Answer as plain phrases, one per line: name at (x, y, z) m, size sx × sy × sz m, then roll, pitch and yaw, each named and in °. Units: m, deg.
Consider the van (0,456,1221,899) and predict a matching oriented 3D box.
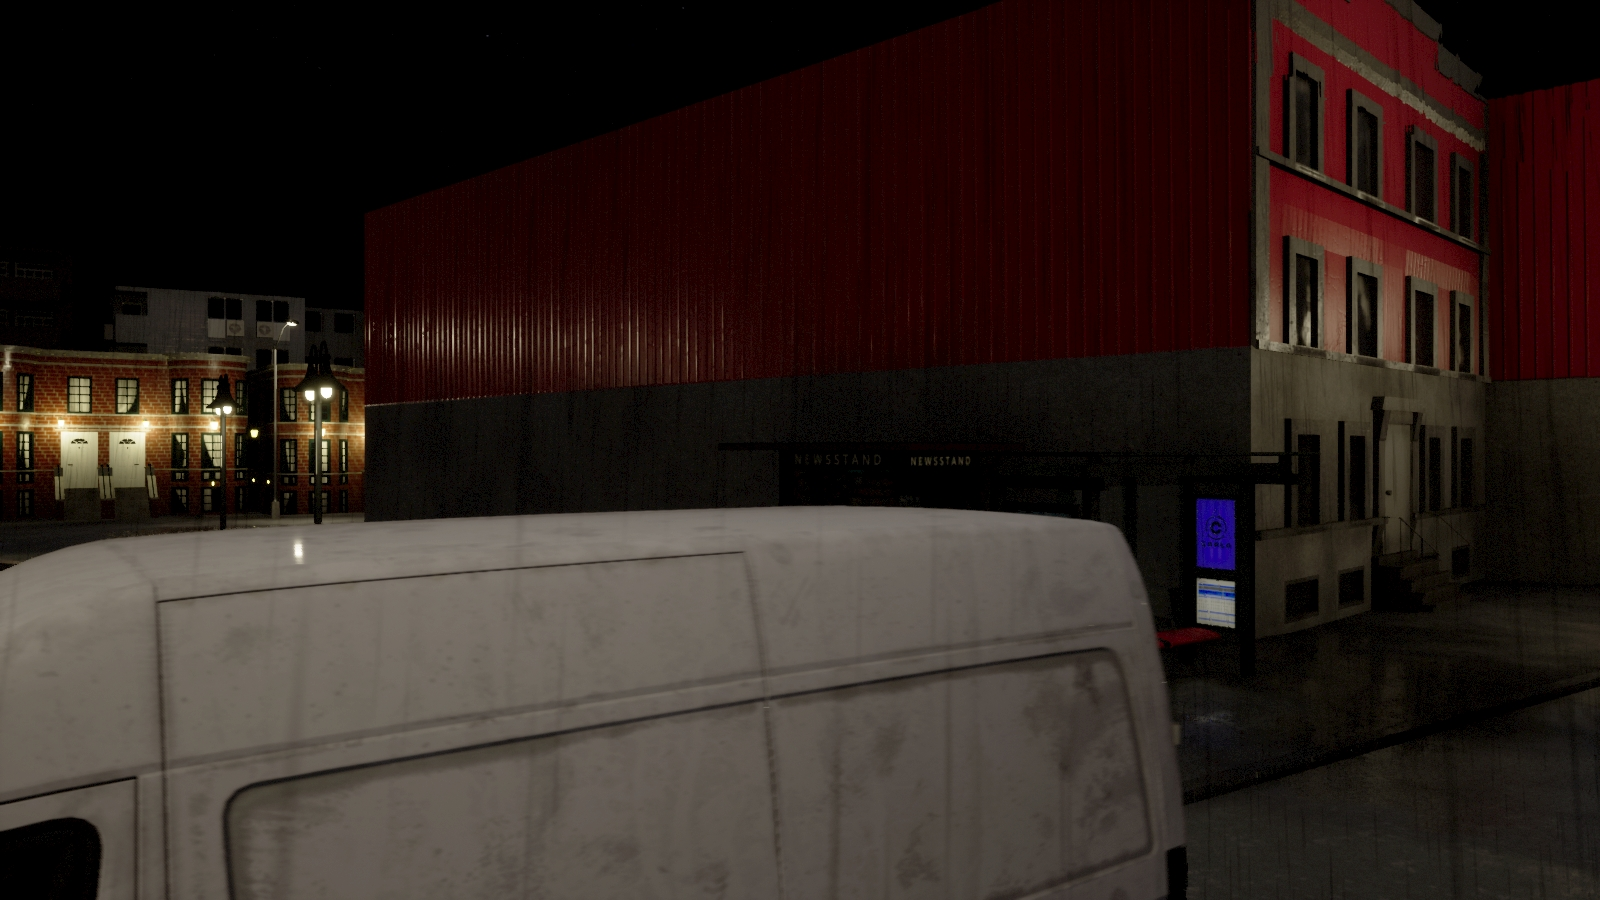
van at (-1.400, 1.314, 3.432) m, size 5.915 × 2.561 × 1.988 m, roll 0°, pitch 0°, yaw -35°
